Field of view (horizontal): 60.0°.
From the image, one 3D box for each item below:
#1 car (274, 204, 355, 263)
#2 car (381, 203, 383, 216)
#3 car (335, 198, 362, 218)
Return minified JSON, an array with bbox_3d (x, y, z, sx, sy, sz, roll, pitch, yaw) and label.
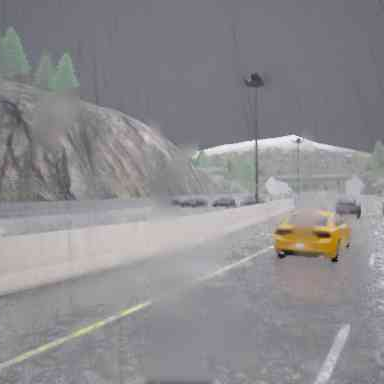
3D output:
[{"bbox_3d":[4.429,1.390,11.854,1.882,1.535,5.008,0,1,31],"label":"car"},{"bbox_3d":[16.123,1.274,26.155,2.128,1.511,4.902,0,0,26],"label":"car"},{"bbox_3d":[13.051,1.276,27.856,2.128,1.511,4.902,0,0,26],"label":"car"}]
